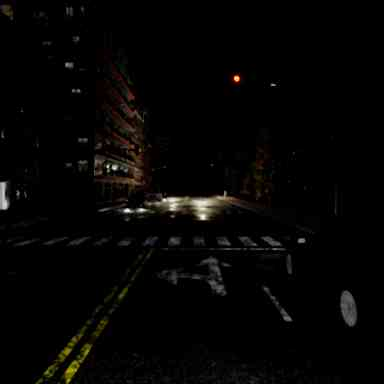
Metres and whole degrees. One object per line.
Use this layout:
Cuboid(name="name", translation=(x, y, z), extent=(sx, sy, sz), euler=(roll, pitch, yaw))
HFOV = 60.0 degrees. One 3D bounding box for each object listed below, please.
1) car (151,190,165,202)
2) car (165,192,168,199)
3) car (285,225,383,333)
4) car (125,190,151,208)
Cuboid(name="car", translation=(-6.324, 0.653, 56.136), extent=(2.150, 2.045, 5.566), euler=(0, 0, 1))
Cuboid(name="car", translation=(-6.194, 0.805, 71.670), extent=(2.128, 1.511, 4.902), euler=(0, 1, 0))
Cuboid(name="car", translation=(3.379, 1.406, 6.718), extent=(1.882, 1.535, 5.008), euler=(0, 1, -1))
Cuboid(name="car", translation=(-6.429, 0.952, 38.840), extent=(2.097, 1.767, 4.553), euler=(0, 1, 0))
